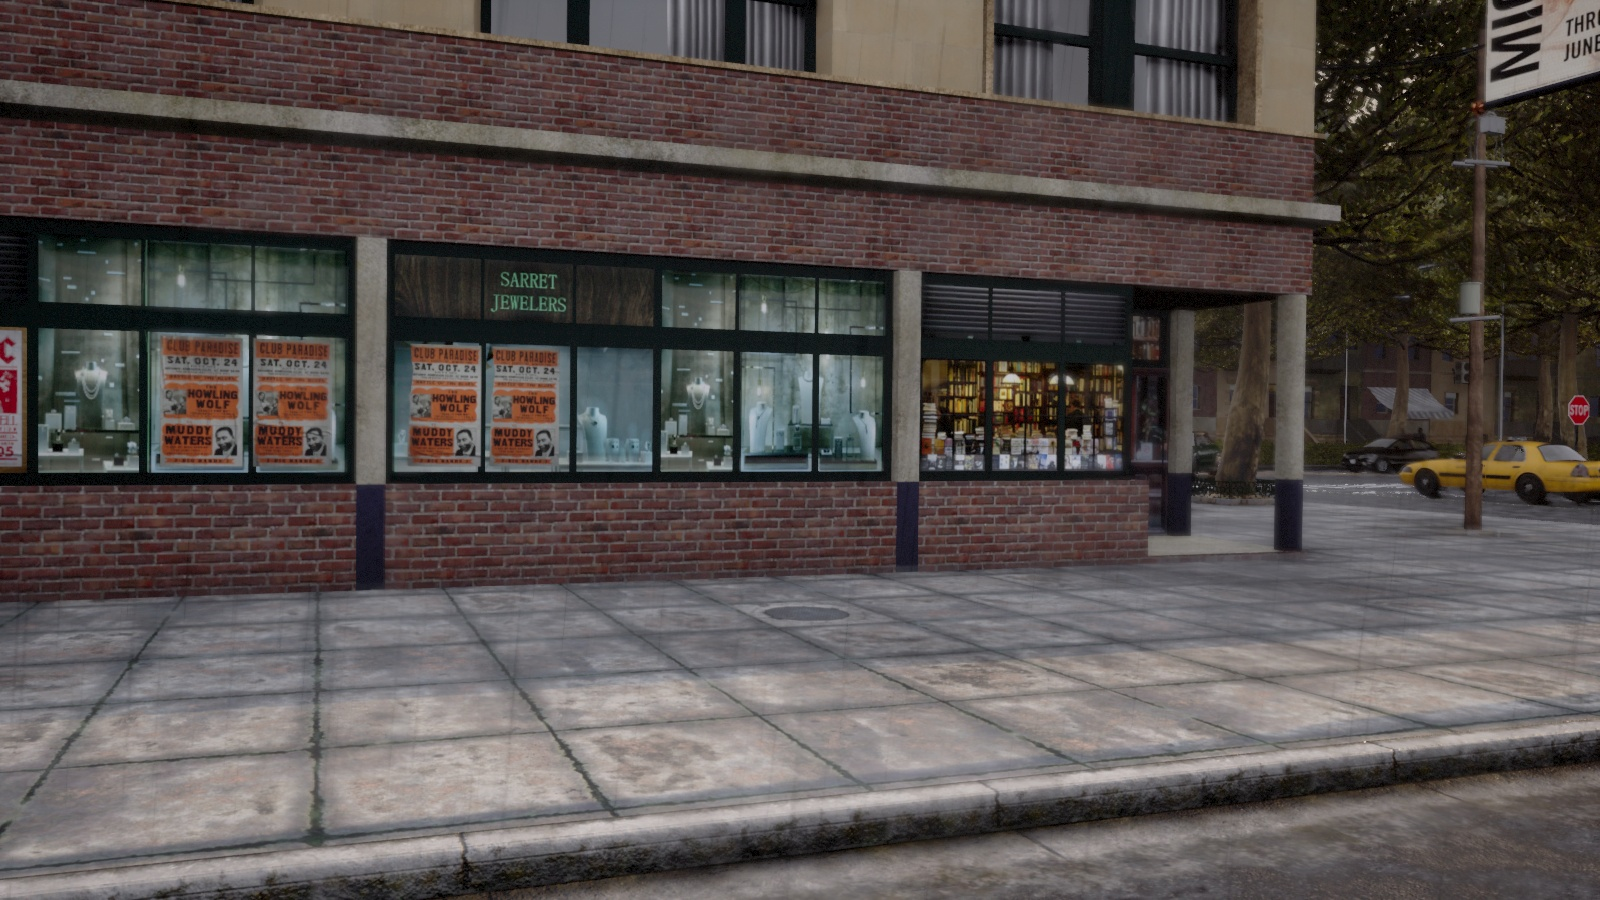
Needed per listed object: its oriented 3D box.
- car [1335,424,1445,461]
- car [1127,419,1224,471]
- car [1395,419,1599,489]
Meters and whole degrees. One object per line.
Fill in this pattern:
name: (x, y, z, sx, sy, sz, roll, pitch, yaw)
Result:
car: (25.106, -0.329, 53.451, 4.193, 1.474, 1.816, -1, 1, -21)
car: (13.430, -0.216, 44.736, 2.097, 1.767, 4.553, 0, 1, 33)
car: (17.432, 0.048, 30.791, 1.801, 1.575, 5.366, -1, 1, -22)
